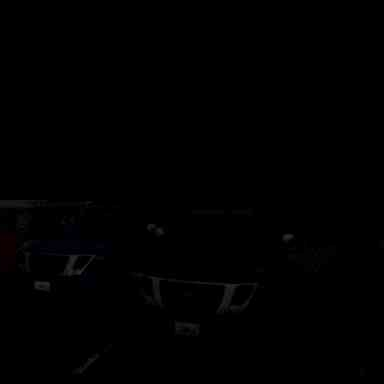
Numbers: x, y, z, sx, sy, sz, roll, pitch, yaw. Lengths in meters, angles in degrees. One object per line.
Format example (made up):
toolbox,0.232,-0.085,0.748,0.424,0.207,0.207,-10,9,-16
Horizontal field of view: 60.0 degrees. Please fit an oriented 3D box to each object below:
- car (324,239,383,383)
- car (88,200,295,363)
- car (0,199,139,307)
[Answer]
car,3.107,1.518,4.702,2.163,1.488,4.792,1,-1,15
car,0.692,1.236,6.424,2.435,2.045,5.566,1,-1,16
car,-1.714,1.234,8.147,2.435,2.045,5.566,1,-1,16
